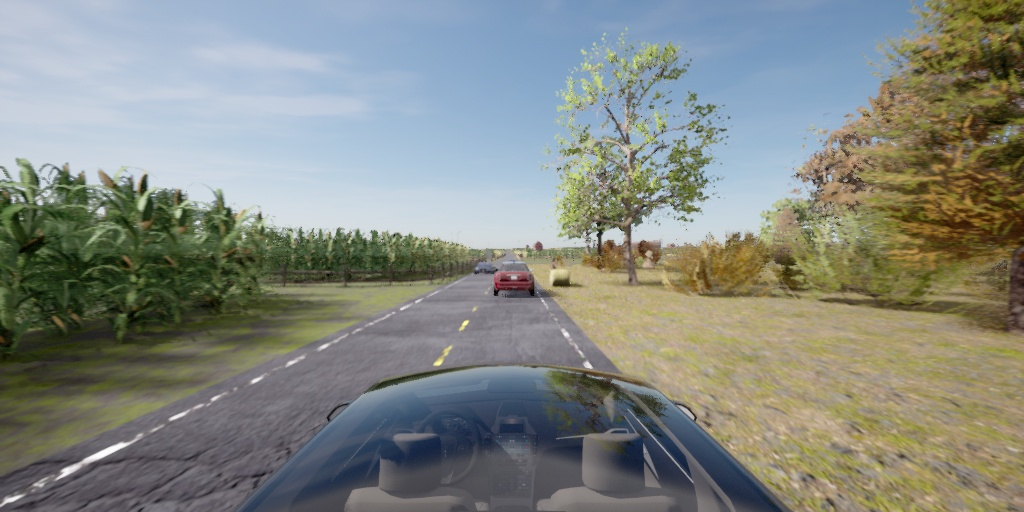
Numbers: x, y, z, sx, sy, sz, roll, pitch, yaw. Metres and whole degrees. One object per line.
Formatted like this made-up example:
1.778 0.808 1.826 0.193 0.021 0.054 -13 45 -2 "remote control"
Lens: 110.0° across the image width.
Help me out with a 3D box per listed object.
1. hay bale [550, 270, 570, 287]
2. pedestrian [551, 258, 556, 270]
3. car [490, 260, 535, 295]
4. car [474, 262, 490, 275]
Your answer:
3.126 1.384 23.550 1.220 1.180 1.240 0 0 0 "hay bale"
2.826 1.025 24.664 0.375 1.860 0.375 0 0 0 "pedestrian"
0.101 1.086 19.626 2.097 1.767 4.553 0 0 0 "car"
-2.839 1.268 37.582 1.994 1.385 4.181 0 0 0 "car"
